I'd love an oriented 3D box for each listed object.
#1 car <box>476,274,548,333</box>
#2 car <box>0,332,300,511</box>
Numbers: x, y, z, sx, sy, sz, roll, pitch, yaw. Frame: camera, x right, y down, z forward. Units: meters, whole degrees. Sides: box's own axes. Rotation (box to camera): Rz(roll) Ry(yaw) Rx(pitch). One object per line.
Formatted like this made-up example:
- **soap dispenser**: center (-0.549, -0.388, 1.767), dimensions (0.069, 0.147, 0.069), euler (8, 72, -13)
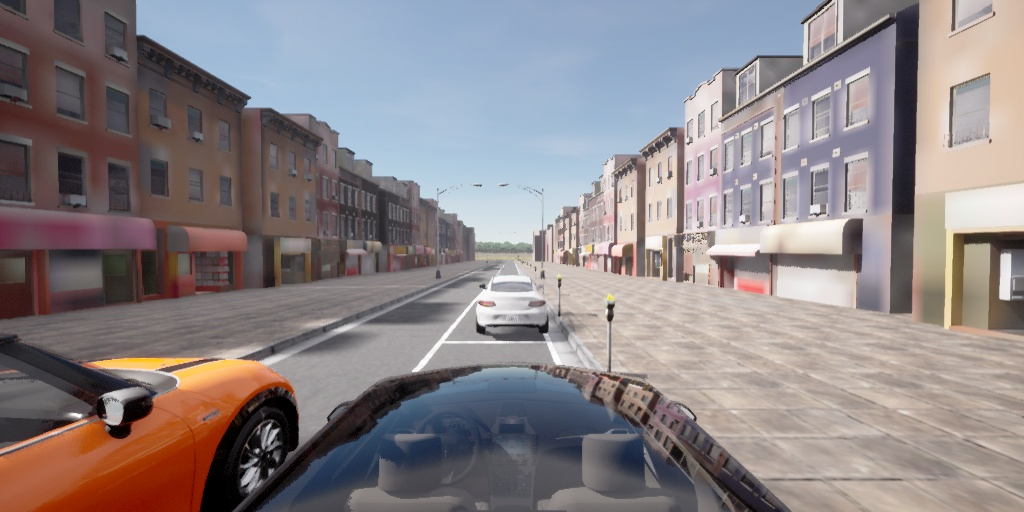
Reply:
- **car**: center (0.003, 1.262, 10.502), dimensions (1.812, 1.442, 4.674), euler (0, 0, 0)
- **car**: center (-3.020, 1.097, 1.468), dimensions (2.097, 1.767, 4.553), euler (0, 0, 0)
